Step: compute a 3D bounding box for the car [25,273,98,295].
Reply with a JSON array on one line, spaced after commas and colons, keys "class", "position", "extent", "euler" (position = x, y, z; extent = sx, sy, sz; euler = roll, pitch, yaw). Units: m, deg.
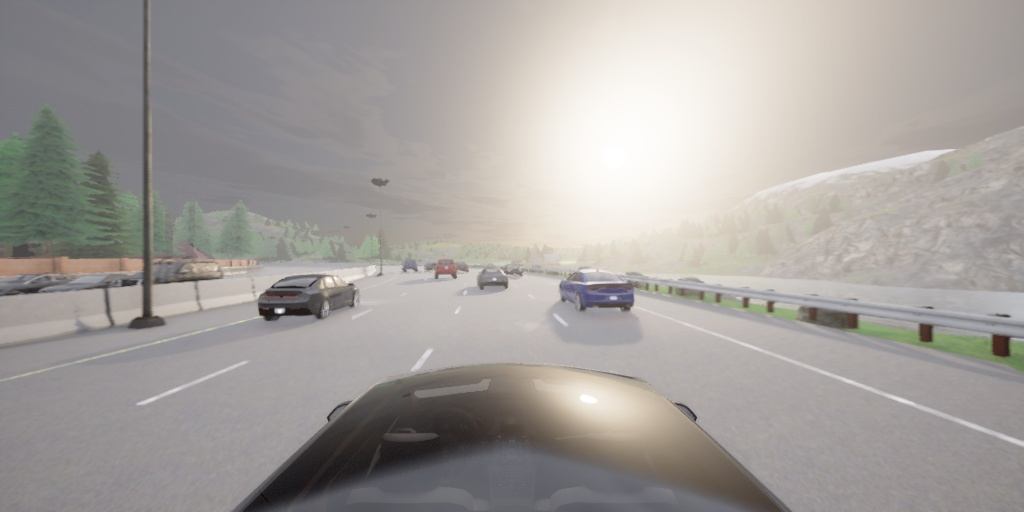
[{"class": "car", "position": [-21.890, 1.663, 19.112], "extent": [1.812, 1.442, 4.674], "euler": [-1, -1, -6]}]

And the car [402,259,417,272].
[{"class": "car", "position": [-17.358, 1.597, 60.758], "extent": [2.150, 2.045, 5.566], "euler": [0, 0, -21]}]

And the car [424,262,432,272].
[{"class": "car", "position": [-13.883, 1.841, 61.137], "extent": [1.837, 1.490, 4.892], "euler": [1, -1, -21]}]

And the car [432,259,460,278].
[{"class": "car", "position": [-7.270, 1.323, 39.030], "extent": [2.150, 2.045, 5.566], "euler": [0, 0, -13]}]

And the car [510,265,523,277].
[{"class": "car", "position": [-0.206, 1.624, 39.993], "extent": [1.895, 1.301, 4.718], "euler": [-1, 0, -13]}]

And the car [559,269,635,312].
[{"class": "car", "position": [3.214, 1.280, 14.547], "extent": [1.882, 1.535, 5.008], "euler": [0, 0, -5]}]

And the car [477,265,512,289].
[{"class": "car", "position": [-1.440, 1.498, 25.357], "extent": [1.994, 1.385, 4.181], "euler": [0, 0, -8]}]

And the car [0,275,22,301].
[{"class": "car", "position": [-28.850, 1.779, 18.378], "extent": [1.994, 1.385, 4.181], "euler": [-1, 0, -6]}]

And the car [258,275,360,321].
[{"class": "car", "position": [-7.254, 1.425, 13.340], "extent": [1.837, 1.490, 4.892], "euler": [0, 0, -4]}]

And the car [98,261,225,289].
[{"class": "car", "position": [-18.424, 1.304, 19.616], "extent": [2.150, 2.045, 5.566], "euler": [-1, -1, -6]}]

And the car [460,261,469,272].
[{"class": "car", "position": [-8.056, 1.574, 54.938], "extent": [2.097, 1.767, 4.553], "euler": [-1, 0, -18]}]

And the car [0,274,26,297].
[{"class": "car", "position": [-25.390, 1.674, 18.979], "extent": [2.128, 1.511, 4.902], "euler": [-1, 0, -6]}]
